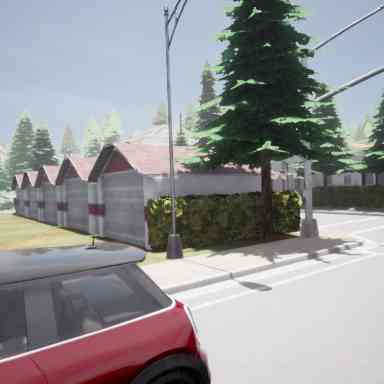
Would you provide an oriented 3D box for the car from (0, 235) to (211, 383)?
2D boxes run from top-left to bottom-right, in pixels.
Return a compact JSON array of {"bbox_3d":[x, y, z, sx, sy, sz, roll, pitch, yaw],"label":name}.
[{"bbox_3d":[-2.108,1.355,2.491,4.553,1.767,2.097,-2,1,-36],"label":"car"}]
